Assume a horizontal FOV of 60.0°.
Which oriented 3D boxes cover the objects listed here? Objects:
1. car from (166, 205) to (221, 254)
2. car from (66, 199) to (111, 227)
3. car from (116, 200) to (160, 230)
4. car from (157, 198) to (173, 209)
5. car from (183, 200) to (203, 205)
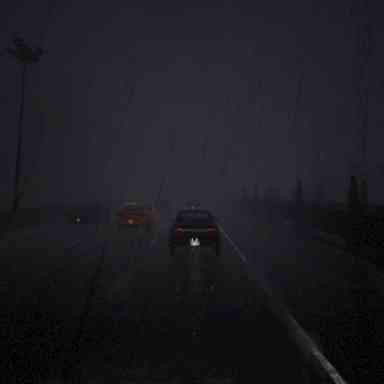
[{"bbox_3d":[0.101,1.493,13.485,2.128,1.511,4.902,0,0,0],"label":"car"},{"bbox_3d":[-6.897,1.493,22.581,2.128,1.511,4.902,0,0,0],"label":"car"},{"bbox_3d":[-3.397,1.479,20.894,1.882,1.535,5.008,0,0,0],"label":"car"},{"bbox_3d":[-3.394,1.496,39.739,2.128,1.511,4.902,0,0,0],"label":"car"},{"bbox_3d":[0.105,1.551,33.846,2.033,1.411,5.357,0,0,0],"label":"car"}]
